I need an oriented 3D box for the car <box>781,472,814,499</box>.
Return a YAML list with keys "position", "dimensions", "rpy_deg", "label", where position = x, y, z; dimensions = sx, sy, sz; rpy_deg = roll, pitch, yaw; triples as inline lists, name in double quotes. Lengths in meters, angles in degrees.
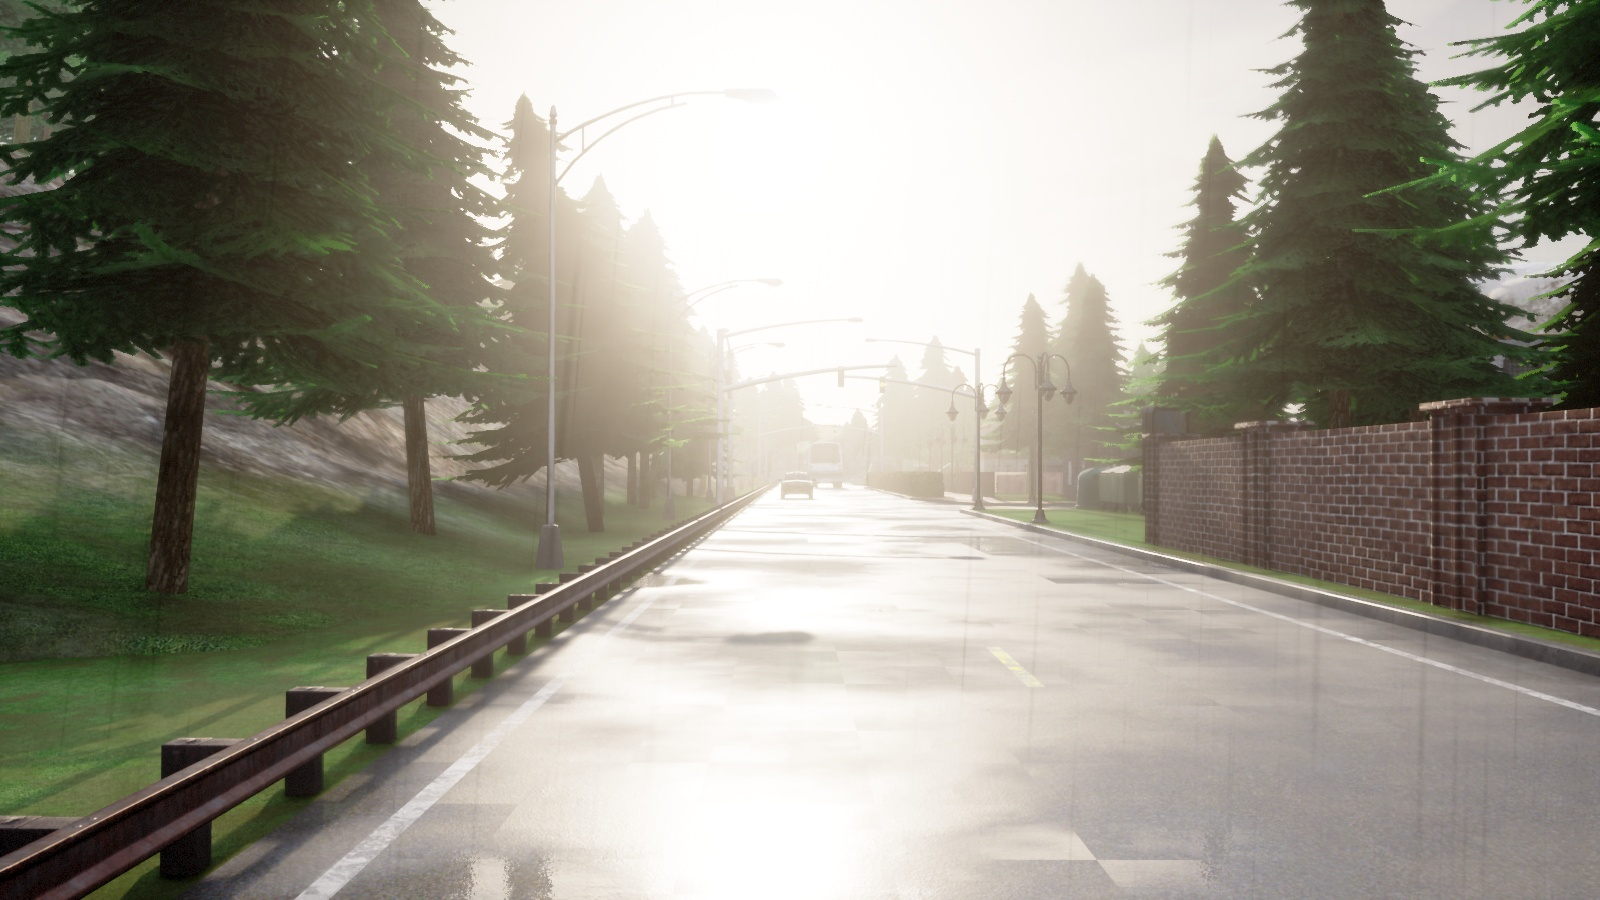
- position: [-0.162, 2.029, 72.178]
  dimensions: [1.837, 1.490, 4.892]
  rpy_deg: [0, -1, 0]
  label: "car"
